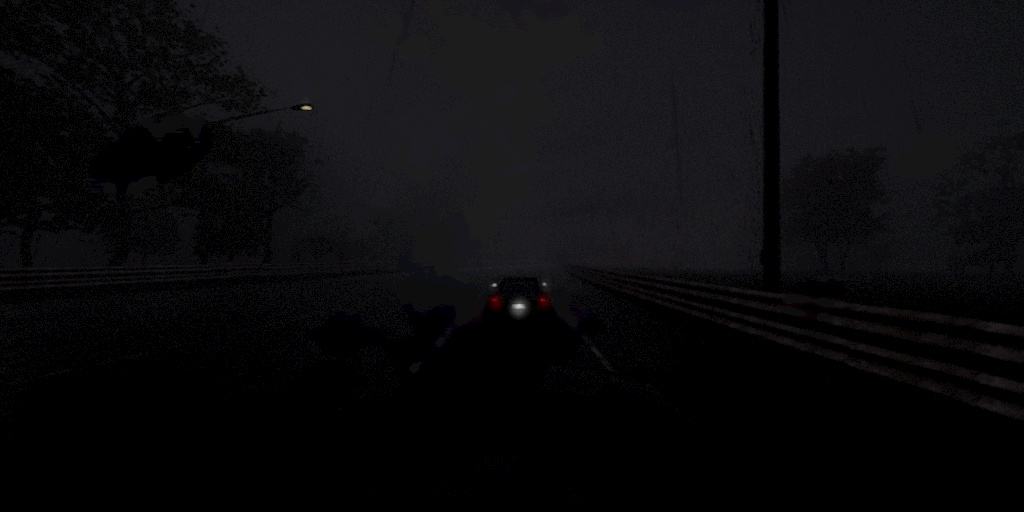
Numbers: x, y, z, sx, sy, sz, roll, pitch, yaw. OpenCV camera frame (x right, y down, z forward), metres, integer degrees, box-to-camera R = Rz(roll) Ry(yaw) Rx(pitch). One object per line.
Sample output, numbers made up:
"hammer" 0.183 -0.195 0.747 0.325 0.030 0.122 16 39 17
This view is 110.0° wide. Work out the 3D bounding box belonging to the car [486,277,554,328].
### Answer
"car" 0.261 1.372 11.718 1.994 1.385 4.181 0 0 1
